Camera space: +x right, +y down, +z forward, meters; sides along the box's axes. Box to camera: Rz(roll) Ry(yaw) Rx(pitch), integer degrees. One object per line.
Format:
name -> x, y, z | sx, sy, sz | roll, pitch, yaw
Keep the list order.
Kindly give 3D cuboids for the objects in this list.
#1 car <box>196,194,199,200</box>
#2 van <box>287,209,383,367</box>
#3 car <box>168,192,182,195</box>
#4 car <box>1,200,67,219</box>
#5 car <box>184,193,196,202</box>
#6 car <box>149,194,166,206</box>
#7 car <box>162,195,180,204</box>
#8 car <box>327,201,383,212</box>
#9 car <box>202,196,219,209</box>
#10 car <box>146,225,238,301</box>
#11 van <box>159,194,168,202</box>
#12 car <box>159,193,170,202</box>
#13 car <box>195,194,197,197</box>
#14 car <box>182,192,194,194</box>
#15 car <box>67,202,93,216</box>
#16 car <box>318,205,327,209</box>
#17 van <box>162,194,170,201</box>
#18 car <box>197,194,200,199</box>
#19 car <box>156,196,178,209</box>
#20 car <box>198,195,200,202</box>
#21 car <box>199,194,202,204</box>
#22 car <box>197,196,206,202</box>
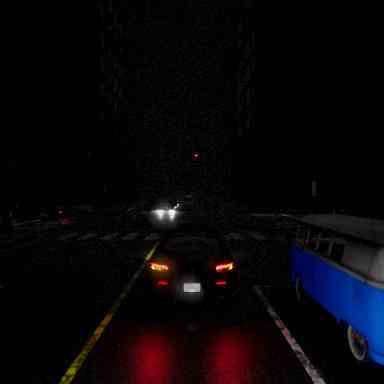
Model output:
car -> 2.356, 1.521, 66.789 | 1.887, 1.381, 4.507 | 0, 0, -1
van -> 2.855, 1.341, 5.497 | 1.690, 1.788, 3.998 | 0, 0, 0
car -> -3.516, 1.331, 64.685 | 2.097, 1.767, 4.553 | 0, 0, 0
car -> -13.734, 1.483, 28.555 | 4.892, 1.490, 1.837 | 0, 0, -1
car -> -0.603, 1.562, 74.243 | 1.895, 1.301, 4.718 | 0, 0, -1
car -> -6.020, 1.300, 55.622 | 2.192, 1.841, 5.009 | 0, 0, -1
car -> -3.425, 1.550, 54.662 | 1.994, 1.385, 4.181 | 0, 0, -1
car -> 14.608, 1.517, 28.880 | 4.674, 1.442, 1.812 | 0, 0, -3
car -> 2.653, 1.516, 44.857 | 1.752, 1.417, 4.829 | 0, 0, -1
car -> 0.001, 1.525, 8.175 | 1.812, 1.442, 4.674 | 0, 0, 0
van -> -6.244, 1.313, 72.198 | 1.690, 1.788, 3.998 | 0, 0, -1
car -> -6.319, 1.281, 77.724 | 2.192, 1.841, 5.009 | 0, 0, -1
car -> 2.281, 1.522, 72.314 | 2.008, 1.369, 4.403 | 0, 0, -1
car -> -0.737, 1.077, 84.243 | 2.150, 2.045, 5.566 | 0, 0, -1
car -> -12.039, 1.574, 31.826 | 4.718, 1.301, 1.895 | 0, 0, -1
car -> 14.423, 1.584, 32.131 | 4.718, 1.301, 1.895 | 0, 0, 2
van -> -6.391, 1.300, 83.248 | 1.690, 1.788, 3.998 | 0, 0, -1
car -> 2.431, 1.547, 61.263 | 1.947, 1.339, 4.313 | 0, 0, -1
car -> -3.299, 1.592, 44.706 | 1.895, 1.301, 4.718 | 0, 0, -1
car -> 2.506, 1.536, 55.737 | 2.008, 1.369, 4.403 | 0, 0, -1
car -> 2.580, 1.428, 50.212 | 1.967, 1.590, 4.097 | 0, 0, -1
car -> 2.206, 1.547, 77.839 | 1.802, 1.307, 4.206 | 0, 0, -1
